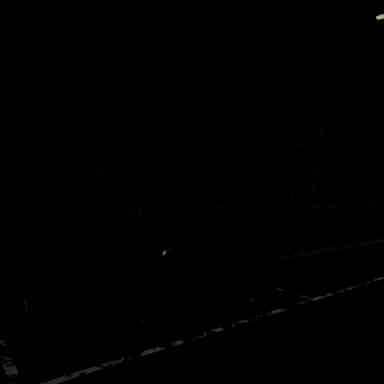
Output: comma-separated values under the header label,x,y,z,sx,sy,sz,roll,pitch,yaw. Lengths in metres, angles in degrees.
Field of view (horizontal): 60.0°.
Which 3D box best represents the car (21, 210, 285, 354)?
label,x,y,z,sx,sy,sz,roll,pitch,yaw
car,-0.378,1.315,6.301,5.009,1.841,2.192,0,0,-36
